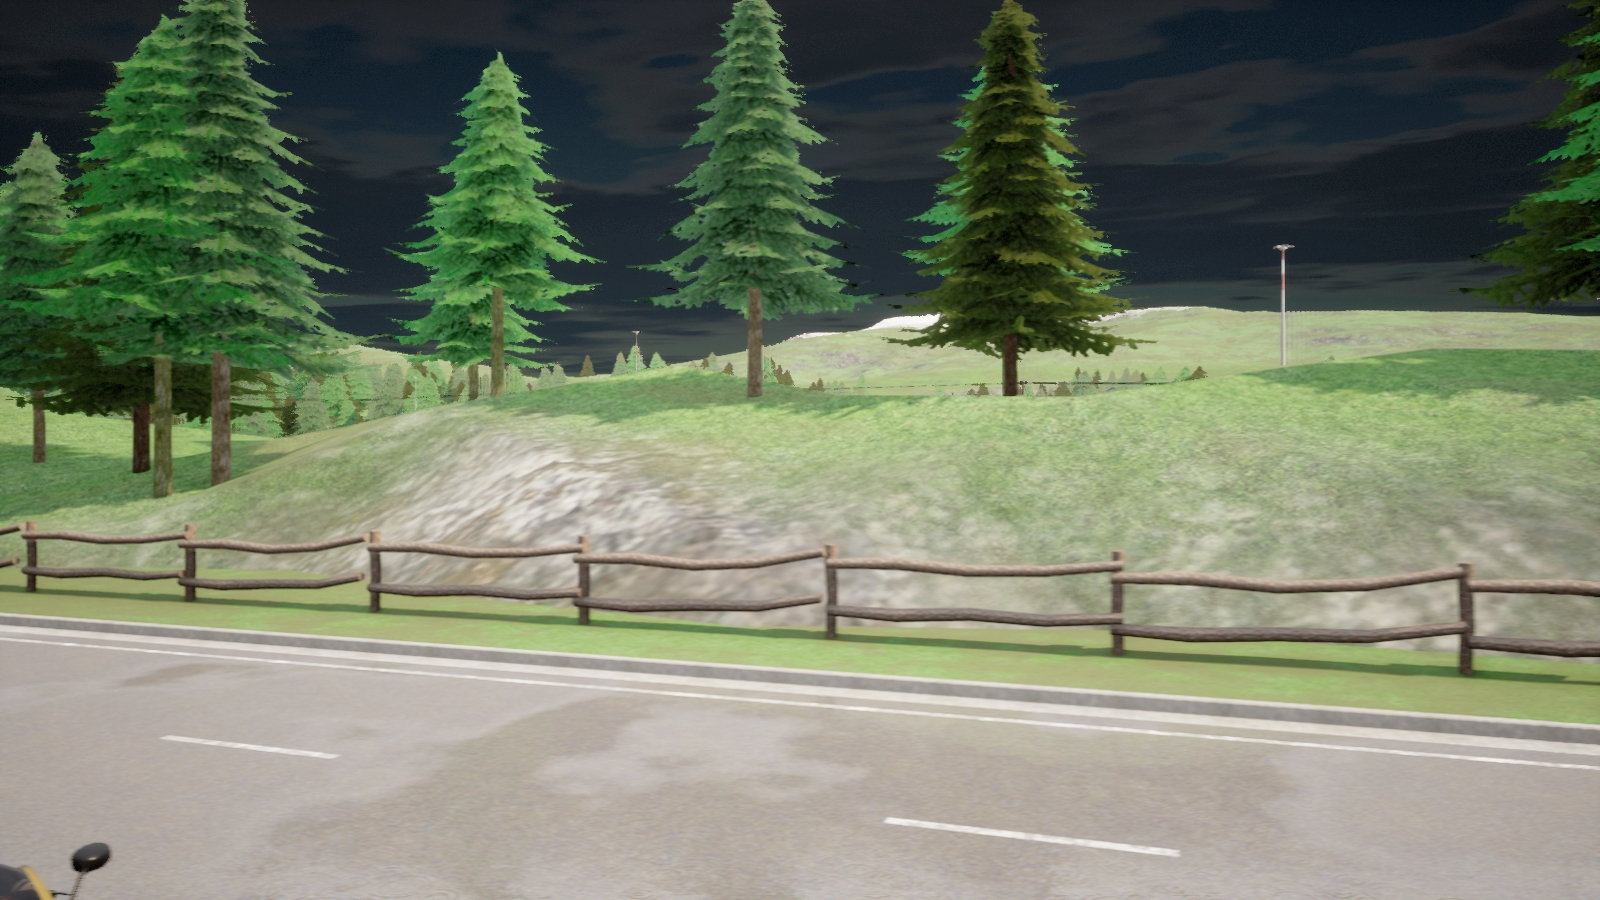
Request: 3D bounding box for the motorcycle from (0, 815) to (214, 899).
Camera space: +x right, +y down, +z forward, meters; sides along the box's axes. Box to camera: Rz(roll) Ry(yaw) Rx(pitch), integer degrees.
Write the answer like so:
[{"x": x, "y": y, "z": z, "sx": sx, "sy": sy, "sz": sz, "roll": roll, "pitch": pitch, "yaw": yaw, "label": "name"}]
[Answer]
[{"x": -3.531, "y": 2.204, "z": 4.490, "sx": 2.209, "sy": 1.251, "sz": 0.867, "roll": 0, "pitch": 2, "yaw": 16, "label": "motorcycle"}]
